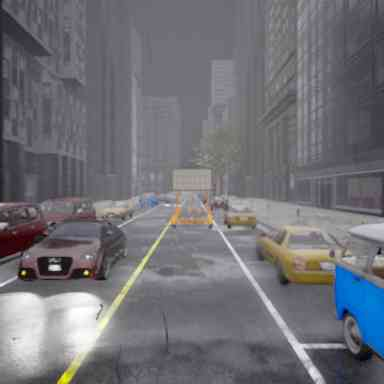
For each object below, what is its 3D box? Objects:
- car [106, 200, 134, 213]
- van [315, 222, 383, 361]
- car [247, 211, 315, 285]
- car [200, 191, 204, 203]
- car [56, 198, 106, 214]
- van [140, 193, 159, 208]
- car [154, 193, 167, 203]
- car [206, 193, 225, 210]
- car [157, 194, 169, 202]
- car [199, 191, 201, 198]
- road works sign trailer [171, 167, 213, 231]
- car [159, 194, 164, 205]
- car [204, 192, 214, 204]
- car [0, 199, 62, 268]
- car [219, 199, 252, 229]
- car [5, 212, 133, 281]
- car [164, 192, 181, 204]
[{"bbox_3d":[-5.654,1.344,25.701,1.752,1.417,4.829,0,1,1],"label":"car"},{"bbox_3d":[2.861,1.319,3.325,1.690,1.788,3.998,0,0,0],"label":"van"},{"bbox_3d":[2.864,1.464,9.138,1.752,1.417,4.829,0,0,0],"label":"car"},{"bbox_3d":[2.885,0.952,54.083,2.192,1.841,5.009,0,0,0],"label":"car"},{"bbox_3d":[-5.659,1.215,14.631,2.192,1.841,5.009,0,0,0],"label":"car"},{"bbox_3d":[-5.645,1.042,42.823,1.690,1.788,3.998,0,0,0],"label":"van"},{"bbox_3d":[-5.638,1.048,59.741,1.967,1.590,4.097,0,0,0],"label":"car"},{"bbox_3d":[2.877,1.176,37.166,1.967,1.590,4.097,0,0,0],"label":"car"},{"bbox_3d":[-5.635,1.125,65.380,1.887,1.381,4.507,0,0,0],"label":"car"},{"bbox_3d":[2.888,0.923,59.722,2.192,1.841,5.009,0,0,0],"label":"car"},{"bbox_3d":[0.009,0.328,19.555,2.380,3.560,2.880,0,0,0],"label":"road works sign trailer"},{"bbox_3d":[-5.643,1.233,48.463,1.947,1.339,4.313,0,0,0],"label":"car"},{"bbox_3d":[2.880,1.141,42.804,1.967,1.590,4.097,0,0,0],"label":"car"},{"bbox_3d":[-5.662,1.255,8.991,2.192,1.841,5.009,0,0,0],"label":"car"},{"bbox_3d":[2.876,1.381,20.451,1.752,1.417,4.829,0,1,1],"label":"car"},{"bbox_3d":[-3.096,1.500,9.480,1.994,1.385,4.181,0,0,0],"label":"car"},{"bbox_3d":[-3.051,1.172,52.335,1.812,1.442,4.674,0,0,0],"label":"car"}]
